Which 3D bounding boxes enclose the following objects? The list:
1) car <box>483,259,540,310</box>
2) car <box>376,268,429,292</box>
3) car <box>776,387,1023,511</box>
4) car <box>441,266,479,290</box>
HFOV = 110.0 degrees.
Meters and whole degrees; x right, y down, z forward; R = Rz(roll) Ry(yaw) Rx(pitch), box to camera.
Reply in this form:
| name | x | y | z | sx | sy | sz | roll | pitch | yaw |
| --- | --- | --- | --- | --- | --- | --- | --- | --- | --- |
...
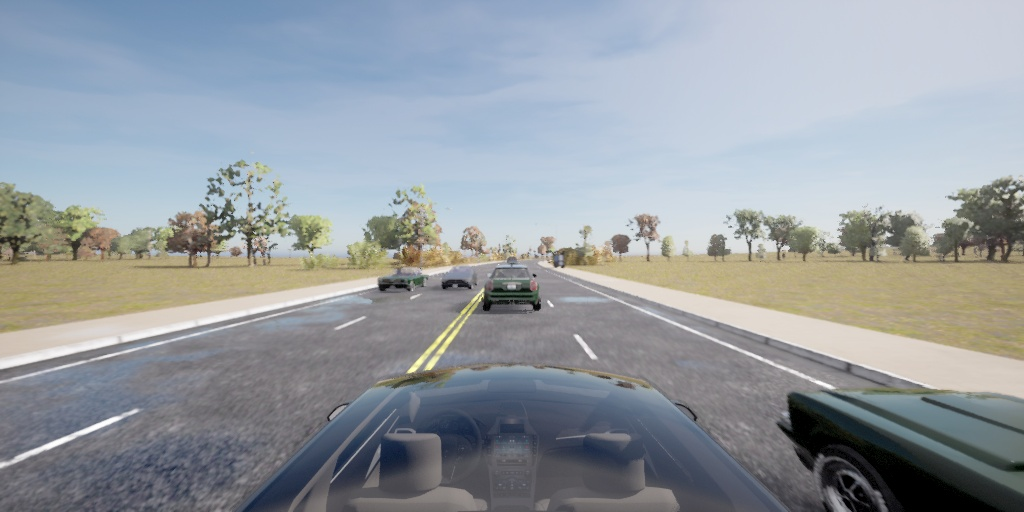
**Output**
| name | x | y | z | sx | sy | sz | roll | pitch | yaw |
| --- | --- | --- | --- | --- | --- | --- | --- | --- | --- |
| car | -0.006 | 1.139 | 15.048 | 2.097 | 1.767 | 4.553 | 0 | 0 | 0 |
| car | -6.526 | 1.406 | 21.831 | 1.895 | 1.301 | 4.718 | 0 | 0 | 1 |
| car | 3.250 | 1.349 | 0.984 | 1.895 | 1.301 | 4.718 | 0 | 0 | 0 |
| car | -3.258 | 1.357 | 23.371 | 2.033 | 1.411 | 5.357 | 0 | 0 | 1 |
